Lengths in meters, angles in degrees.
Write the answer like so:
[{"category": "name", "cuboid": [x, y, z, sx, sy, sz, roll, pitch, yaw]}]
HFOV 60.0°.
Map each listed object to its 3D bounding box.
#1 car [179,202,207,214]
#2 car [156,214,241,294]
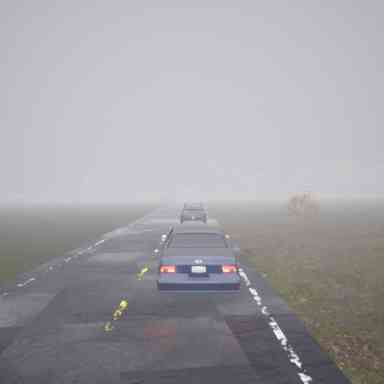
[{"category": "car", "cuboid": [0.100, 1.498, 24.427, 2.128, 1.511, 4.902, 0, 0, 0]}, {"category": "car", "cuboid": [0.113, 1.549, 8.962, 2.033, 1.411, 5.357, 0, 0, 0]}]
